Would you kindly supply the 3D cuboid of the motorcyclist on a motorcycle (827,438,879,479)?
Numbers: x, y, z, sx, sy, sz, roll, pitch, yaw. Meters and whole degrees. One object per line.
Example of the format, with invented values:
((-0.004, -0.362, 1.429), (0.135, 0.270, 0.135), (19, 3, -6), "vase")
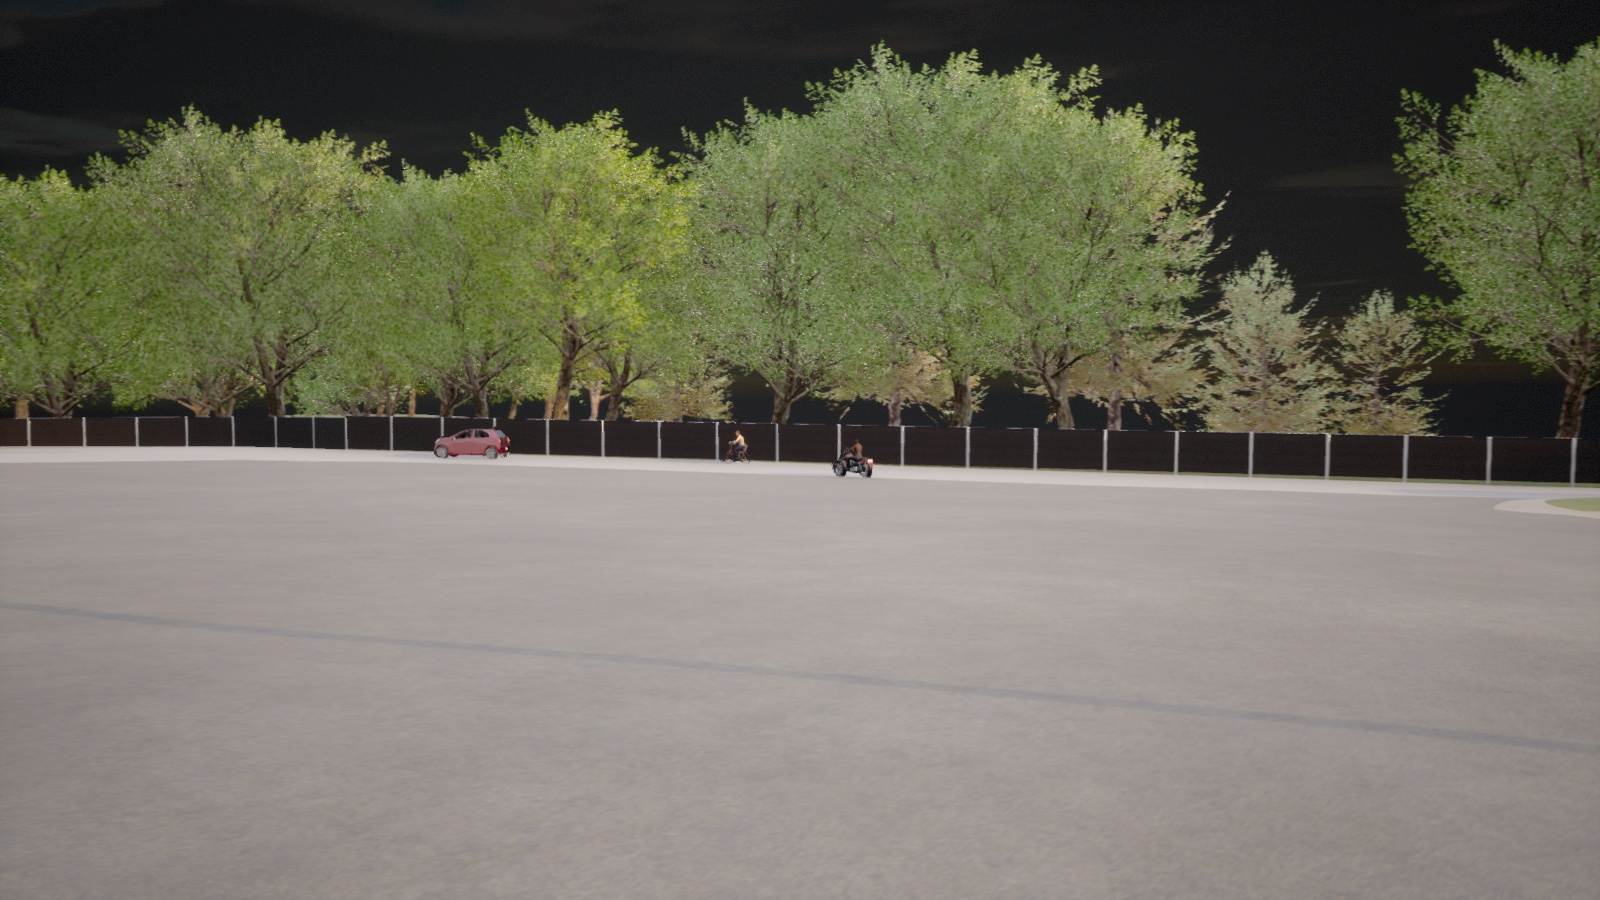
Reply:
((2.165, 0.340, 51.822), (0.766, 1.649, 2.350), (0, 0, -38), "motorcyclist on a motorcycle")

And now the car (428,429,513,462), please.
((-16.298, -0.217, 62.122), (3.633, 1.501, 1.845), (1, 3, 6), "car")
